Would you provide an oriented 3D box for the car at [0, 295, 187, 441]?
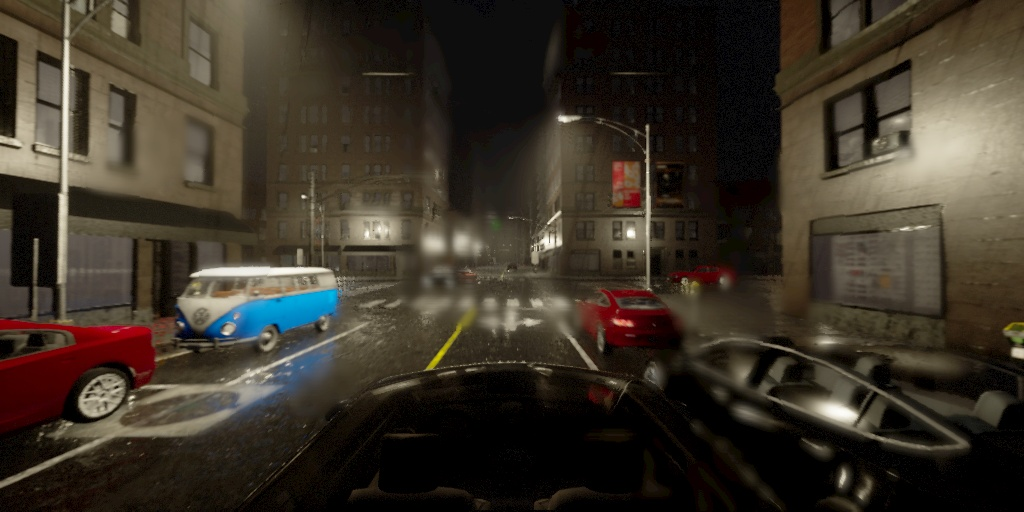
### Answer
[{"bbox_3d":[-5.857,1.312,3.117,1.888,1.381,4.507,0,0,0],"label":"car"}]

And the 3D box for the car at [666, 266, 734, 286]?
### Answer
[{"bbox_3d":[14.926,1.542,28.571,5.008,1.535,1.882,0,-1,-1],"label":"car"}]

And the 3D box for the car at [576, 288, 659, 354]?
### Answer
[{"bbox_3d":[2.669,1.415,8.703,1.802,1.307,4.207,0,0,0],"label":"car"}]

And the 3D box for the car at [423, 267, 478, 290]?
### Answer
[{"bbox_3d":[-4.407,1.514,25.241,2.128,1.511,4.902,2,-2,-43],"label":"car"}]

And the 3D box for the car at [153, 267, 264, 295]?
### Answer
[{"bbox_3d":[-18.048,1.451,21.494,5.008,1.535,1.882,0,-1,-1],"label":"car"}]

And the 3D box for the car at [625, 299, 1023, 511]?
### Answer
[{"bbox_3d":[2.668,1.332,3.118,1.948,1.339,4.313,0,0,0],"label":"car"}]

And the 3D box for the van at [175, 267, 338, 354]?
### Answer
[{"bbox_3d":[-5.856,1.174,8.702,1.690,1.789,3.998,0,0,0],"label":"van"}]
